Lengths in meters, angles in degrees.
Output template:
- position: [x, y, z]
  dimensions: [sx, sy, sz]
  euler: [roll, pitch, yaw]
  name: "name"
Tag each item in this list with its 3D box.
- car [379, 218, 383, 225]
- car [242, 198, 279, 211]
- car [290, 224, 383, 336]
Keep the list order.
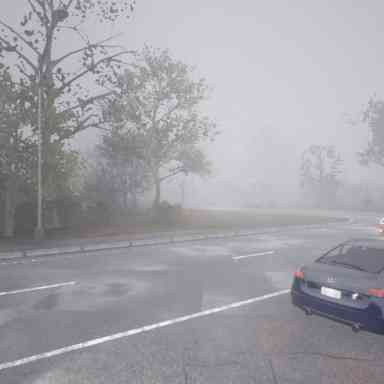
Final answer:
- position: [10.910, 1.351, 15.888]
  dimensions: [4.553, 1.767, 2.097]
  euler: [0, 0, -35]
  name: "car"
- position: [8.462, 1.509, 41.623]
  dimensions: [2.128, 1.511, 4.902]
  euler: [0, 0, -42]
  name: "car"
- position: [3.839, 1.564, 6.434]
  dimensions: [4.181, 1.385, 1.994]
  euler: [0, 0, -35]
  name: "car"
